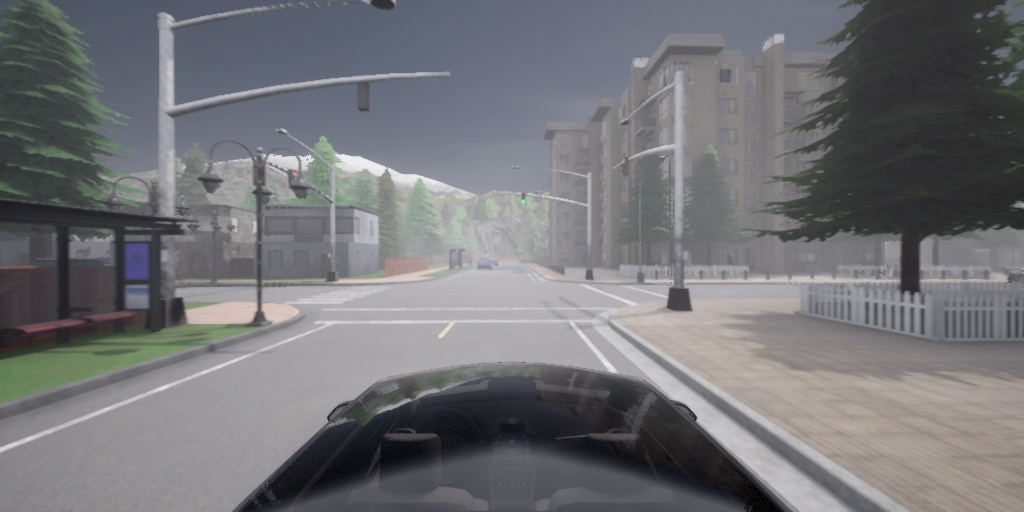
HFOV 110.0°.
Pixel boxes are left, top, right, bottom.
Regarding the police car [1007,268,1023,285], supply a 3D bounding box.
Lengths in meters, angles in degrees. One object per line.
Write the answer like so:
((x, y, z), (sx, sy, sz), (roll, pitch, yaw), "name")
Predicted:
((34.052, 1.215, 22.377), (4.974, 1.542, 2.038), (0, 0, -2), "police car")

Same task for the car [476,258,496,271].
((-3.567, 1.111, 47.170), (1.882, 1.535, 5.008), (0, 0, 0), "car")
